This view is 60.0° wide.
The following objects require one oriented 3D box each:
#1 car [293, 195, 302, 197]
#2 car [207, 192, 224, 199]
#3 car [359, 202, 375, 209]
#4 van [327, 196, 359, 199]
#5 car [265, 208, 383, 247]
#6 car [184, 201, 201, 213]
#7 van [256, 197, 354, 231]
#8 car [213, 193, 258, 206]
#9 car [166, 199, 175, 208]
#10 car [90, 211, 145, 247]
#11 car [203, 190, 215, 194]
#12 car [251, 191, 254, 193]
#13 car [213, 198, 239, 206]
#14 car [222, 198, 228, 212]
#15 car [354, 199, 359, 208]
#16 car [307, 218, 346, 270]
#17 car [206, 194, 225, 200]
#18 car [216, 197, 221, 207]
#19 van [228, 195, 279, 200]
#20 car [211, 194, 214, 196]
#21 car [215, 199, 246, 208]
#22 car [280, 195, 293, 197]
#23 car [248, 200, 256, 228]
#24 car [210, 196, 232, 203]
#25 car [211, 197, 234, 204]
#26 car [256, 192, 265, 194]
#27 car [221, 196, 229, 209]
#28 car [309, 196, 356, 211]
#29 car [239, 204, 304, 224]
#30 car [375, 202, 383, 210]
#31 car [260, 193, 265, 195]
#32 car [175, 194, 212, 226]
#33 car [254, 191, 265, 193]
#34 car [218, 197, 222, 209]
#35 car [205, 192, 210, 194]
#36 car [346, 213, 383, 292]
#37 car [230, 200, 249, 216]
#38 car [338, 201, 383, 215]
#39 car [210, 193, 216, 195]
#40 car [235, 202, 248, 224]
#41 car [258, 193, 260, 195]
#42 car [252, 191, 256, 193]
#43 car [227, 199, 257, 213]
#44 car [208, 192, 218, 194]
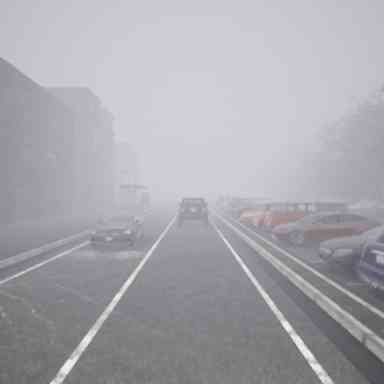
[{"bbox_3d":[19.447,1.737,54.503,4.553,1.767,2.185,0,0,0],"label":"car"},{"bbox_3d":[6.511,0.983,93.390,4.553,1.767,2.185,0,2,0],"label":"car"},{"bbox_3d":[19.339,1.744,32.099,4.892,1.521,2.231,0,0,0],"label":"car"},{"bbox_3d":[19.257,1.580,43.240,4.442,1.987,1.878,0,0,0],"label":"van"},{"bbox_3d":[6.161,1.667,15.417,4.792,1.488,2.163,0,0,0],"label":"car"},{"bbox_3d":[0.062,1.843,42.134,1.994,1.385,4.181,0,0,0],"label":"car"},{"bbox_3d":[6.084,1.431,18.266,4.442,1.987,1.878,0,0,0],"label":"van"},{"bbox_3d":[6.343,1.586,48.819,5.566,2.045,2.435,0,0,0],"label":"car"},{"bbox_3d":[-3.399,1.849,56.369,1.812,1.442,4.674,0,0,0],"label":"car"},{"bbox_3d":[-3.348,1.646,15.716,1.812,1.442,4.674,0,0,0],"label":"car"},{"bbox_3d":[6.487,1.079,87.818,5.566,2.045,2.435,0,2,0],"label":"car"},{"bbox_3d":[19.563,1.139,93.543,4.674,1.452,2.002,0,3,0],"label":"car"},{"bbox_3d":[6.369,1.887,62.752,4.674,1.452,2.002,0,0,0],"label":"car"},{"bbox_3d":[6.279,1.777,37.685,4.892,1.521,2.231,0,0,0],"label":"car"},{"bbox_3d":[19.348,1.759,34.884,5.008,1.535,2.097,0,0,0],"label":"car"},{"bbox_3d":[6.172,1.638,9.851,4.674,1.452,2.002,0,0,0],"label":"car"},{"bbox_3d":[6.464,1.224,90.619,5.008,1.535,2.097,0,2,0],"label":"car"},{"bbox_3d":[6.299,1.822,46.034,5.008,1.535,2.097,0,0,0],"label":"car"},{"bbox_3d":[6.379,1.534,34.902,4.442,1.987,1.878,0,0,0],"label":"van"},{"bbox_3d":[6.407,1.700,65.538,4.553,1.767,2.185,0,0,0],"label":"car"},{"bbox_3d":[6.306,1.893,54.386,4.792,1.488,2.163,0,0,0],"label":"car"},{"bbox_3d":[19.464,1.608,60.083,5.566,2.045,2.435,0,0,0],"label":"car"},{"bbox_3d":[6.180,1.549,20.985,4.553,1.767,2.185,0,0,0],"label":"car"},{"bbox_3d":[6.378,1.737,73.894,4.792,1.488,2.163,0,1,0],"label":"car"},{"bbox_3d":[6.426,1.785,71.107,4.792,1.488,2.163,0,1,0],"label":"car"},{"bbox_3d":[19.714,1.421,85.047,5.366,1.575,1.946,0,2,0],"label":"car"},{"bbox_3d":[6.252,1.667,40.594,4.553,1.767,2.185,0,0,0],"label":"car"},{"bbox_3d":[19.355,1.570,46.025,5.566,2.045,2.435,0,0,0],"label":"car"},{"bbox_3d":[6.234,1.751,26.550,4.674,1.452,2.002,0,0,0],"label":"car"},{"bbox_3d":[19.350,1.756,29.316,4.792,1.488,2.163,0,0,0],"label":"car"},{"bbox_3d":[19.503,1.581,79.603,5.008,1.535,2.097,0,1,0],"label":"car"},{"bbox_3d":[0.096,1.406,25.474,2.150,2.045,5.566,0,0,0],"label":"car"},{"bbox_3d":[19.724,1.324,87.841,5.366,1.575,1.946,0,2,0],"label":"car"},{"bbox_3d":[6.479,1.804,43.250,5.366,1.575,1.946,0,0,0],"label":"car"},{"bbox_3d":[6.442,1.428,85.039,4.892,1.521,2.231,0,2,0],"label":"car"},{"bbox_3d":[6.128,1.452,7.070,4.553,1.767,2.185,0,0,0],"label":"car"},{"bbox_3d":[6.237,1.727,29.335,5.008,1.535,2.097,0,0,0],"label":"car"},{"bbox_3d":[19.355,1.815,37.669,4.674,1.452,2.002,0,0,0],"label":"car"},{"bbox_3d":[6.418,1.670,68.318,4.553,1.767,2.185,0,1,0],"label":"car"},{"bbox_3d":[6.036,1.689,23.768,5.366,1.575,1.946,0,0,0],"label":"car"},{"bbox_3d":[19.489,1.536,82.394,4.792,1.488,2.163,0,2,0],"label":"car"},{"bbox_3d":[19.578,1.250,90.633,4.792,1.488,2.163,0,2,0],"label":"car"},{"bbox_3d":[6.258,1.743,32.118,5.008,1.535,2.097,0,0,0],"label":"car"},{"bbox_3d":[6.386,1.526,76.678,4.553,1.767,2.185,0,1,0],"label":"car"}]
